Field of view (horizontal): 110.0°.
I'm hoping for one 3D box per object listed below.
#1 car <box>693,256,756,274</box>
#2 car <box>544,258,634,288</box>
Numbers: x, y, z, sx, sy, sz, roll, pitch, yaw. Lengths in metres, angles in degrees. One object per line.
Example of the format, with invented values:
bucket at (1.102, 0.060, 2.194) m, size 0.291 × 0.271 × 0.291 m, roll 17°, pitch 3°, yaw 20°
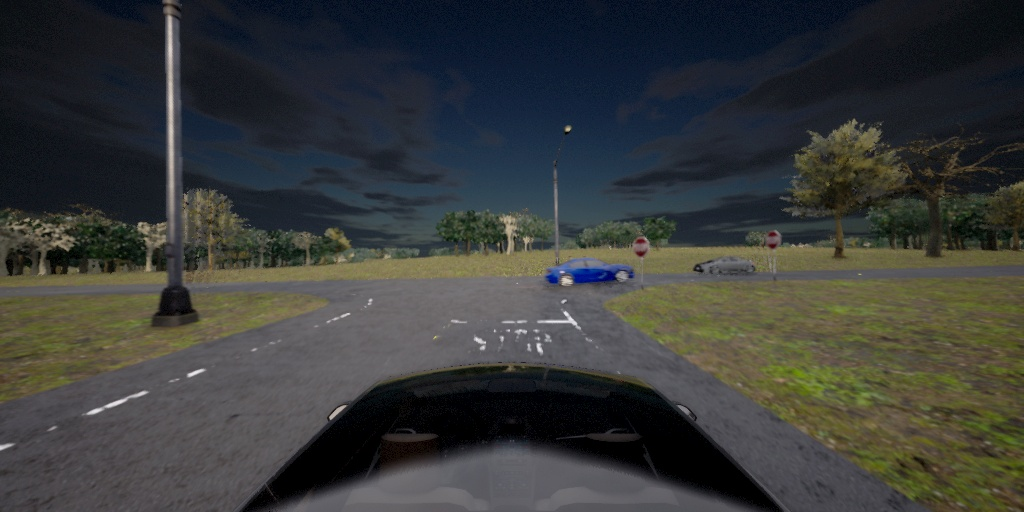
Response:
car at (16.233, 0.723, 27.527) m, size 4.181 × 1.385 × 1.994 m, roll -2°, pitch -1°, yaw -1°
car at (4.308, 0.846, 20.287) m, size 5.008 × 1.535 × 1.882 m, roll -4°, pitch 0°, yaw -1°
